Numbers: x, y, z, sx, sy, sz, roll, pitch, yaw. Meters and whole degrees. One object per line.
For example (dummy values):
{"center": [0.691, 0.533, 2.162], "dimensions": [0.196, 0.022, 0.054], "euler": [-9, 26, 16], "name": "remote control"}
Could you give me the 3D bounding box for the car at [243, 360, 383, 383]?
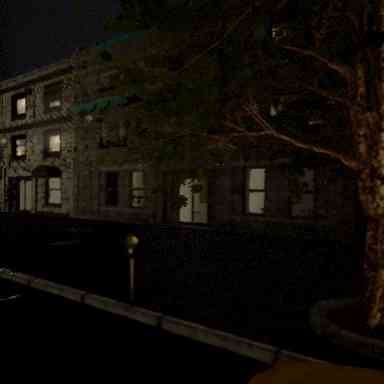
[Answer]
{"center": [2.206, 1.534, 1.297], "dimensions": [4.829, 1.417, 1.752], "euler": [1, 1, 36], "name": "car"}
